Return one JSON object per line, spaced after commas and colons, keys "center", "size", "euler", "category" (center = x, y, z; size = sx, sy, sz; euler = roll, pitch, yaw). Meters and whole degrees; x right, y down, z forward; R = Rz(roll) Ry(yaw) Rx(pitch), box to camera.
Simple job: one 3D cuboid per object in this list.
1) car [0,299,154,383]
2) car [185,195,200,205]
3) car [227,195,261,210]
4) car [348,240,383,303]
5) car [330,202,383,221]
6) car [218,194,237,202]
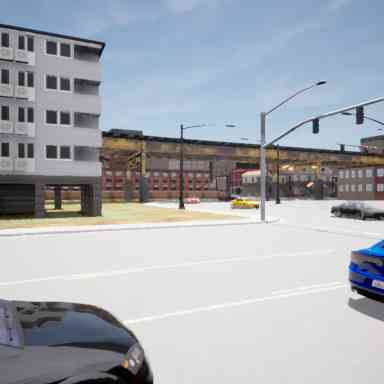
{"center": [-2.432, 1.564, 2.747], "size": [4.181, 1.385, 1.994], "euler": [0, 0, -32], "category": "car"}
{"center": [0.051, 1.352, 59.569], "size": [2.097, 1.767, 4.553], "euler": [0, 0, -8], "category": "car"}
{"center": [6.931, 1.478, 42.974], "size": [1.882, 1.535, 5.008], "euler": [0, 0, -25], "category": "car"}
{"center": [5.547, 1.478, 6.898], "size": [5.008, 1.535, 1.882], "euler": [0, 0, -25], "category": "car"}
{"center": [13.637, 1.547, 27.367], "size": [2.033, 1.411, 5.357], "euler": [0, 0, -10], "category": "car"}
{"center": [8.275, 1.540, 78.703], "size": [2.033, 1.411, 5.357], "euler": [0, 0, 40], "category": "car"}
